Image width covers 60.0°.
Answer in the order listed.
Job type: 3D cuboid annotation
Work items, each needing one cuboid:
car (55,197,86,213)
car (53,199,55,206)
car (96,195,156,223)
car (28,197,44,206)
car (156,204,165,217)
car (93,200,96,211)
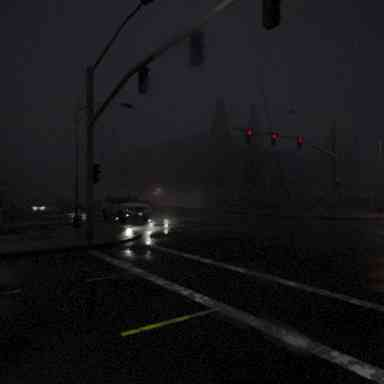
[{"bbox_3d":[-13.491,1.553,37.538,2.033,1.411,5.357,0,0,-36],"label":"car"},{"bbox_3d":[-21.490,1.556,54.833,2.033,1.411,5.357,0,0,-35],"label":"car"},{"bbox_3d":[-5.305,1.228,26.119,2.150,2.045,5.566,0,0,-36],"label":"car"},{"bbox_3d":[-25.706,1.501,54.739,2.128,1.511,4.902,0,0,-36],"label":"car"},{"bbox_3d":[-4.308,1.485,30.736,1.882,1.535,5.008,0,0,-36],"label":"car"},{"bbox_3d":[-10.417,1.555,39.253,2.033,1.411,5.357,0,0,-36],"label":"car"}]
